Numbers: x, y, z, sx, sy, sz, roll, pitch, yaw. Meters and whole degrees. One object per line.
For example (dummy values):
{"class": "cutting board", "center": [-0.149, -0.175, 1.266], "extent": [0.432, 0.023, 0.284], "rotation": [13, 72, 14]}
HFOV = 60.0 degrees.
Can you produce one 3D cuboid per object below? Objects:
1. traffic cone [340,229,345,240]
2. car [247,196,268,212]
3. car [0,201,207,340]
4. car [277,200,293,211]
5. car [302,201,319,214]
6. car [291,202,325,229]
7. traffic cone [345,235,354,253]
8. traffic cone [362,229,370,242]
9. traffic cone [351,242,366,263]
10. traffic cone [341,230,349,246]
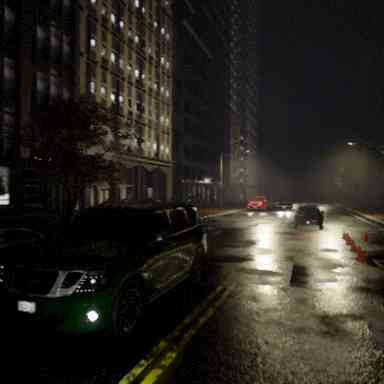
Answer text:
{"class": "traffic cone", "center": [7.761, 2.159, 16.984], "extent": [0.340, 0.580, 0.340], "rotation": [1, 0, 20]}
{"class": "car", "center": [9.090, 1.608, 45.519], "extent": [2.150, 2.045, 5.566], "rotation": [1, 0, 20]}
{"class": "car", "center": [-1.328, 1.247, 7.156], "extent": [2.150, 2.045, 5.566], "rotation": [1, 0, 20]}
{"class": "car", "center": [13.531, 1.956, 48.200], "extent": [2.128, 1.511, 4.902], "rotation": [1, 0, 20]}
{"class": "car", "center": [15.778, 2.018, 44.373], "extent": [2.033, 1.411, 5.357], "rotation": [1, 0, 20]}
{"class": "car", "center": [8.439, 1.758, 24.055], "extent": [1.837, 1.490, 4.892], "rotation": [1, 0, 20]}
{"class": "traffic cone", "center": [6.402, 2.118, 13.221], "extent": [0.340, 0.580, 0.340], "rotation": [1, 0, 20]}
{"class": "traffic cone", "center": [8.701, 2.169, 16.643], "extent": [0.340, 0.580, 0.340], "rotation": [1, 0, 20]}
{"class": "traffic cone", "center": [5.723, 2.098, 11.341], "extent": [0.340, 0.580, 0.340], "rotation": [1, 0, 20]}
{"class": "traffic cone", "center": [7.082, 2.138, 15.103], "extent": [0.340, 0.580, 0.340], "rotation": [1, 0, 20]}
